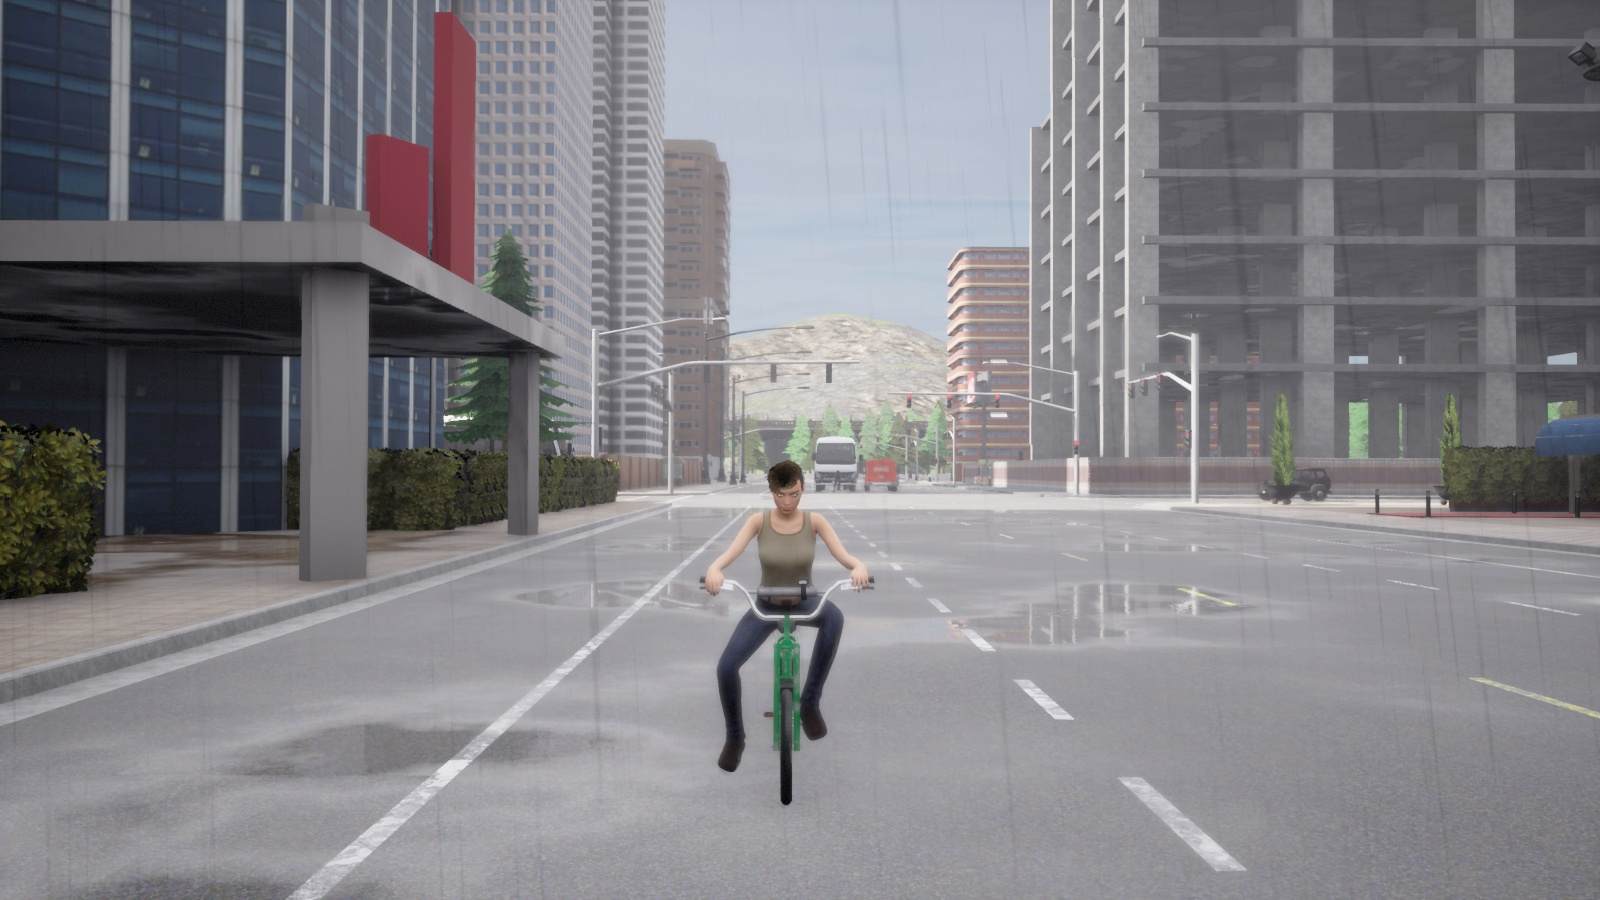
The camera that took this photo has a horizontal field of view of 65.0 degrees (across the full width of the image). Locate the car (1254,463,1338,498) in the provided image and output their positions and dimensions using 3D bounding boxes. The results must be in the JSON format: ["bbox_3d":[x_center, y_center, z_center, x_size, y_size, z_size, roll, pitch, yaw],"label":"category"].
[{"bbox_3d":[27.429,1.666,69.556,3.866,1.878,1.905,0,-1,0],"label":"car"}]

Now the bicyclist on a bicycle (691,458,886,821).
[{"bbox_3d":[-0.061,0.858,6.372,0.866,1.612,1.509,0,-1,-1],"label":"bicyclist on a bicycle"}]

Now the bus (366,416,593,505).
[{"bbox_3d":[-15.772,0.549,62.540,10.273,4.253,3.944,0,-1,0],"label":"bus"}]

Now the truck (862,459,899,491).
[{"bbox_3d":[6.273,1.952,98.469,2.627,2.467,5.204,0,-1,0],"label":"truck"}]
